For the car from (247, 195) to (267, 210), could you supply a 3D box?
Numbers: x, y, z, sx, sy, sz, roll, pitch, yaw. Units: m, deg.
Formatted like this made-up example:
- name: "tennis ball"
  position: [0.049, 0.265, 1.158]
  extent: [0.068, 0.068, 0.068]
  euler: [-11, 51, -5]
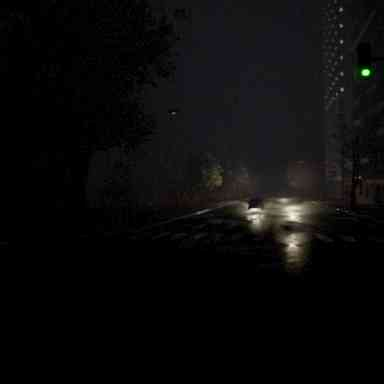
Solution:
- name: "car"
  position: [8.139, 1.503, 42.334]
  extent: [1.882, 1.535, 5.008]
  euler: [-1, 0, 14]

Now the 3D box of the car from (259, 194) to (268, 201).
- name: "car"
  position: [14.240, 1.177, 67.151]
  extent: [2.097, 1.767, 4.553]
  euler: [-1, 0, 14]
